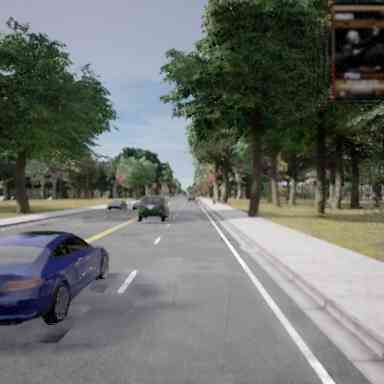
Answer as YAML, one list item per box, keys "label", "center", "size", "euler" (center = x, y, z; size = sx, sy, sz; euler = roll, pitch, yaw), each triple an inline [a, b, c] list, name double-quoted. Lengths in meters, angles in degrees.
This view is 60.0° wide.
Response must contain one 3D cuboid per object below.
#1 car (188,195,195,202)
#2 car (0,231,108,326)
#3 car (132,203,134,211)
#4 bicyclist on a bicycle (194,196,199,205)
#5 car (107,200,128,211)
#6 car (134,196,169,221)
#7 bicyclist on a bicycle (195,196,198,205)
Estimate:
- label: "car"
  center: [-0.051, 1.576, 84.089]
  size: [2.097, 1.767, 4.553]
  euler: [0, 0, 0]
- label: "car"
  center: [-3.156, 1.550, 7.070]
  size: [1.812, 1.442, 4.674]
  euler: [0, 0, 0]
- label: "car"
  center: [-6.616, 1.713, 43.932]
  size: [2.033, 1.411, 5.357]
  euler: [0, 0, 0]
- label: "bicyclist on a bicycle"
  center: [0.851, 1.663, 57.810]
  size: [0.866, 1.612, 1.509]
  euler: [0, -1, 0]
- label: "car"
  center: [-9.864, 1.715, 44.342]
  size: [2.033, 1.411, 5.357]
  euler: [0, 0, 0]
- label: "car"
  center: [-3.177, 1.321, 27.968]
  size: [2.150, 2.045, 5.566]
  euler: [0, 0, 0]
- label: "bicyclist on a bicycle"
  center: [0.854, 1.633, 66.315]
  size: [0.659, 1.776, 1.843]
  euler: [0, -1, 0]
